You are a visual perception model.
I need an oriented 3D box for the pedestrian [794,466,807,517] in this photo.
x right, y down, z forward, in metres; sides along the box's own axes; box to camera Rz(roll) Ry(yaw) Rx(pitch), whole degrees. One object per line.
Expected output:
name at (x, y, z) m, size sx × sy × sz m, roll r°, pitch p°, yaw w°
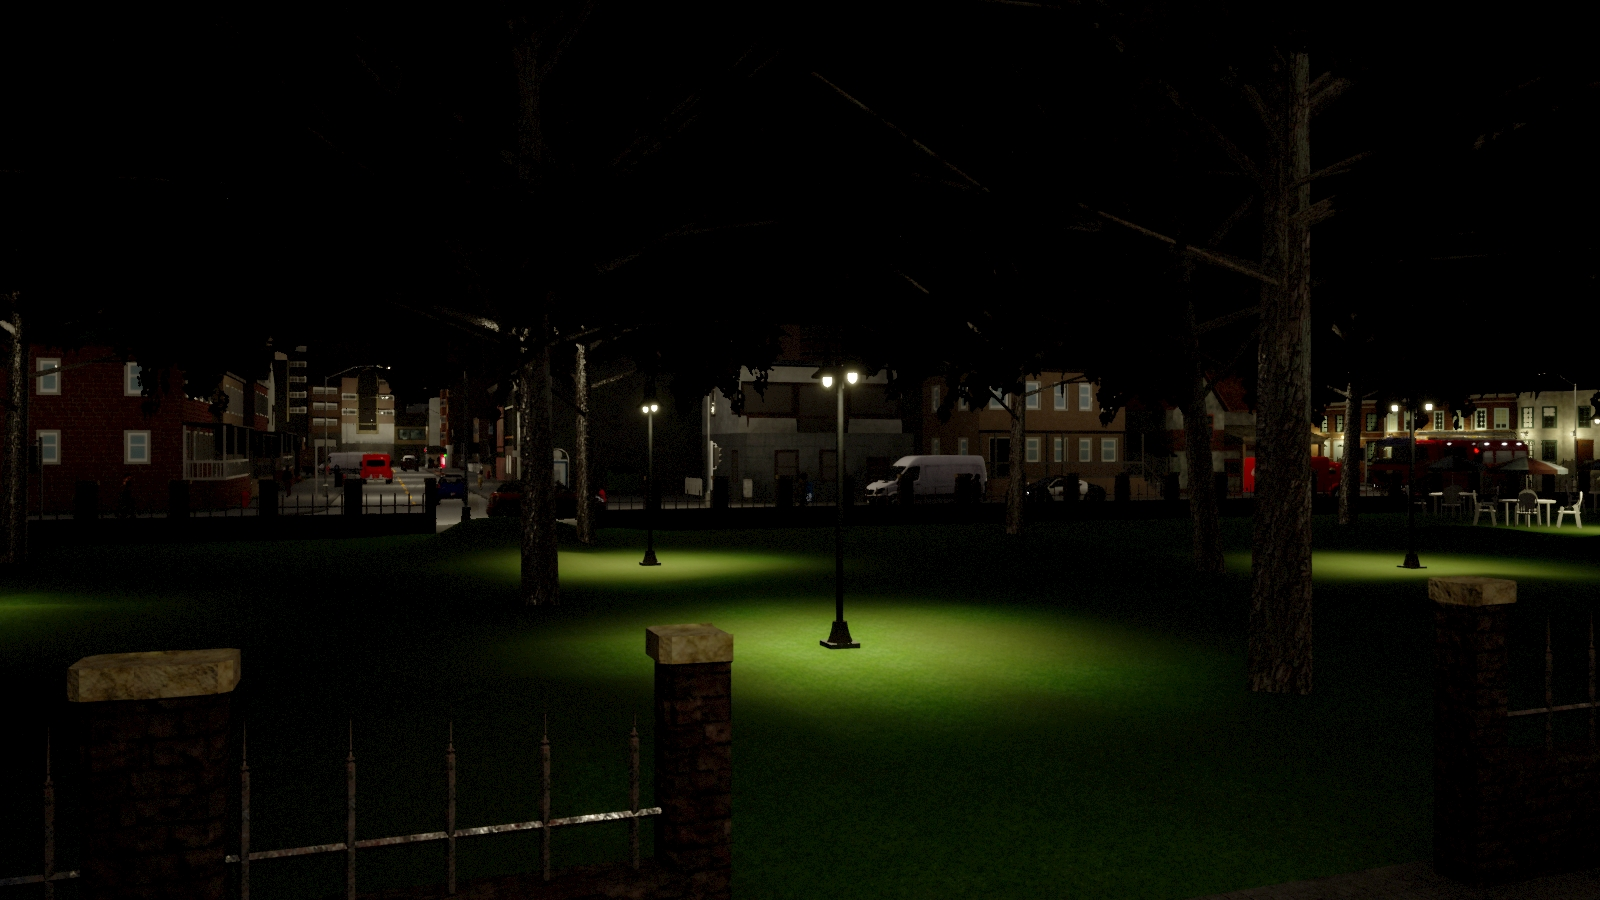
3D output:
pedestrian at (0.027, 1.525, 42.127) m, size 0.375 × 1.860 × 0.375 m, roll 0°, pitch 0°, yaw -20°

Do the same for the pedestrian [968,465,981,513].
pedestrian at (6.816, 1.525, 44.607) m, size 0.375 × 1.860 × 0.375 m, roll 0°, pitch 0°, yaw -19°

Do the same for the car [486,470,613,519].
car at (-9.715, 1.685, 44.226) m, size 4.553 × 1.767 × 2.097 m, roll 0°, pitch 0°, yaw -20°

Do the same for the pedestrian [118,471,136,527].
pedestrian at (-22.538, 1.628, 38.277) m, size 0.375 × 1.860 × 0.375 m, roll 0°, pitch 0°, yaw 12°
